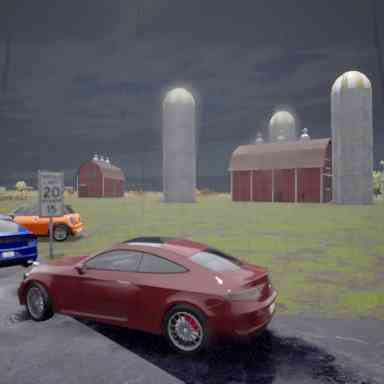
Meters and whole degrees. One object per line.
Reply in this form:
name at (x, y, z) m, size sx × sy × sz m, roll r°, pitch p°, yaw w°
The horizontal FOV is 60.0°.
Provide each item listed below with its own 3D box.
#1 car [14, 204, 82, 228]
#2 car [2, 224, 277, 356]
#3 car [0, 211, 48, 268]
car at (-7.749, 1.371, 16.060) m, size 4.553 × 1.767 × 2.097 m, roll 0°, pitch 0°, yaw -6°
car at (-0.902, 1.529, 5.889) m, size 4.674 × 1.442 × 1.812 m, roll 0°, pitch 0°, yaw 24°
car at (-6.608, 1.480, 10.396) m, size 5.008 × 1.535 × 1.882 m, roll 0°, pitch 0°, yaw 43°
